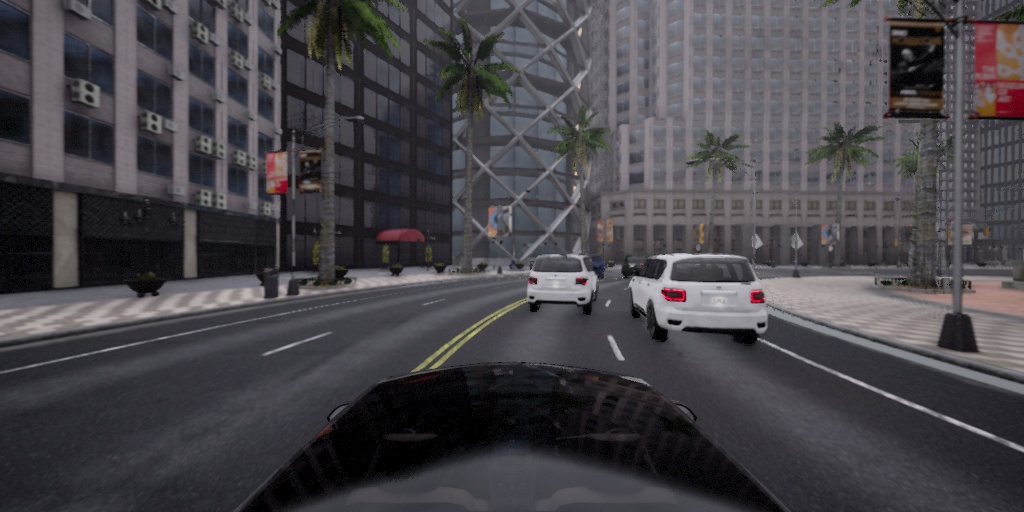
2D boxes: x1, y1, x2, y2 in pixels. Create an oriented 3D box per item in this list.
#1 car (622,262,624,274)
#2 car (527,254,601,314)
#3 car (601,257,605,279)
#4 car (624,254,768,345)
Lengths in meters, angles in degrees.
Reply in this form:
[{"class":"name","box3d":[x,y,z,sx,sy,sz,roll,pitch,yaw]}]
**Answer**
[{"class":"car","box3d":[11.323,0.909,30.382,2.150,2.045,5.566,0,0,42]},{"class":"car","box3d":[2.134,0.939,14.007,2.150,2.045,5.566,0,0,16]},{"class":"car","box3d":[5.700,0.897,29.304,2.150,2.045,5.566,0,0,37]},{"class":"car","box3d":[4.606,0.959,9.760,2.150,2.045,5.566,0,0,11]}]
